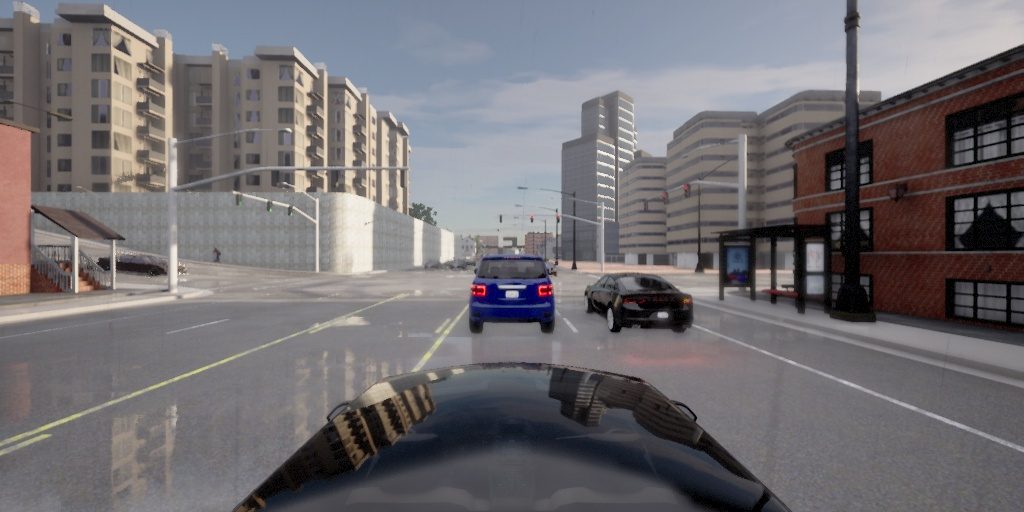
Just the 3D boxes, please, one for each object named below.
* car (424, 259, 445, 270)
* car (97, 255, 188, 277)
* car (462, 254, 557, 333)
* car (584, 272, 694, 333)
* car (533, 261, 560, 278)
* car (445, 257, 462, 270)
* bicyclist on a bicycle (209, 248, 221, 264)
[{"bbox_3d":[-11.043,1.196,50.412,2.128,1.511,4.902,0,0,0],"label":"car"},{"bbox_3d":[-27.465,0.644,26.714,5.357,1.411,2.033,6,0,-1],"label":"car"},{"bbox_3d":[-0.007,0.963,10.858,2.150,2.045,5.566,0,0,0],"label":"car"},{"bbox_3d":[3.494,1.219,10.797,1.882,1.535,5.008,0,0,0],"label":"car"},{"bbox_3d":[3.287,1.267,35.160,2.033,1.411,5.357,0,0,-1],"label":"car"},{"bbox_3d":[-7.542,1.196,50.389,2.128,1.511,4.902,0,0,0],"label":"car"},{"bbox_3d":[-31.073,-0.005,37.678,0.582,1.620,1.656,6,0,0],"label":"bicyclist on a bicycle"}]
